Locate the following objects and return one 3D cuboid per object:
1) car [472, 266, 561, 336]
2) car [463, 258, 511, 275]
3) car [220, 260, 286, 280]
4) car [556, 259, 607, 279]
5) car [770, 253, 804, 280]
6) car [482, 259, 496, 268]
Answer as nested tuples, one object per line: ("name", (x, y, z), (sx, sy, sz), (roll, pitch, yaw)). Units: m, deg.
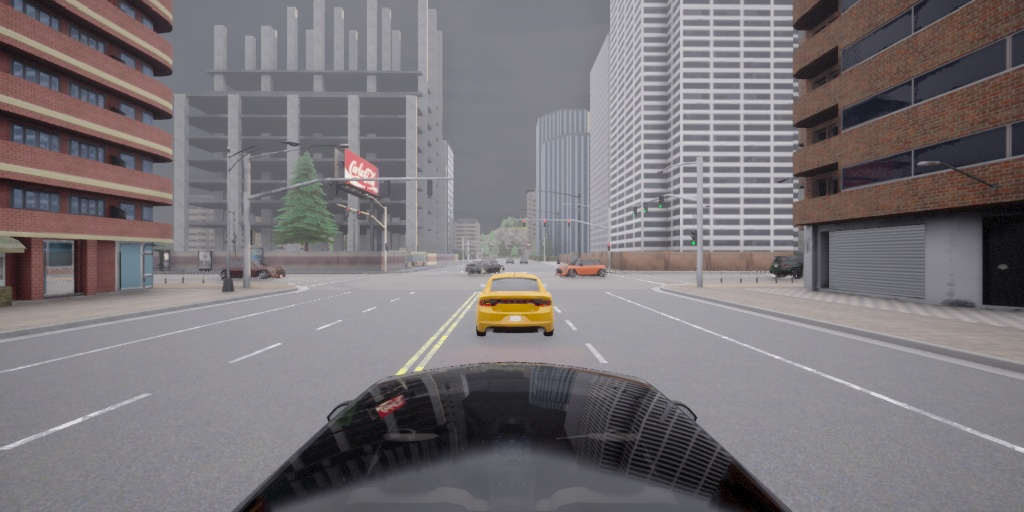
("car", (0.061, 1.228, 10.389), (1.882, 1.535, 5.008), (0, 0, 0))
("car", (-2.744, 1.241, 37.137), (2.128, 1.511, 4.902), (1, 0, 38))
("car", (-21.741, 1.102, 30.258), (4.553, 1.767, 2.097), (0, 0, -1))
("car", (6.264, 1.101, 32.670), (4.553, 1.767, 2.097), (0, 0, -17))
("car", (25.316, 0.971, 30.781), (5.566, 2.045, 2.150), (0, 0, -1))
("car", (-3.916, 1.241, 61.868), (2.128, 1.511, 4.902), (0, 0, 0))
